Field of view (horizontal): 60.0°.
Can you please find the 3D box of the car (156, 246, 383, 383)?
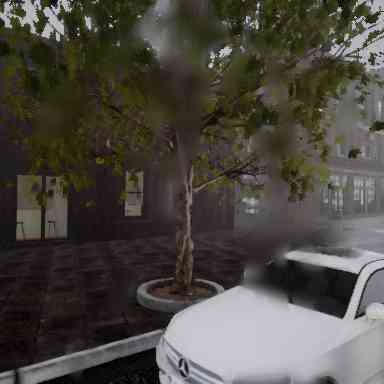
[{"bbox_3d":[1.789,1.526,4.372,4.674,1.442,1.812,0,0,-36],"label":"car"}]
